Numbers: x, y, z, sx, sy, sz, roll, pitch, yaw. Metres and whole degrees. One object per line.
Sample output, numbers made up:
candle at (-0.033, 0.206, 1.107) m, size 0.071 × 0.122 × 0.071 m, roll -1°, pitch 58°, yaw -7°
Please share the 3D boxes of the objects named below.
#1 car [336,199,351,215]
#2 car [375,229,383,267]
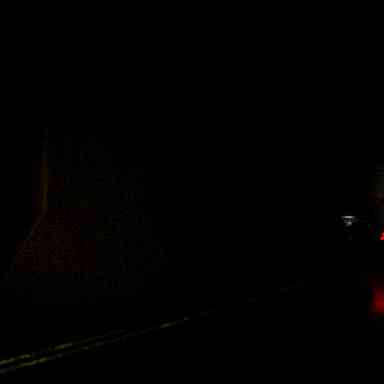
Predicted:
car at (14.850, 1.548, 34.025) m, size 1.837 × 1.490 × 4.892 m, roll 1°, pitch 0°, yaw 14°
car at (7.567, 1.366, 10.457) m, size 4.553 × 1.767 × 2.097 m, roll 0°, pitch 0°, yaw -43°
